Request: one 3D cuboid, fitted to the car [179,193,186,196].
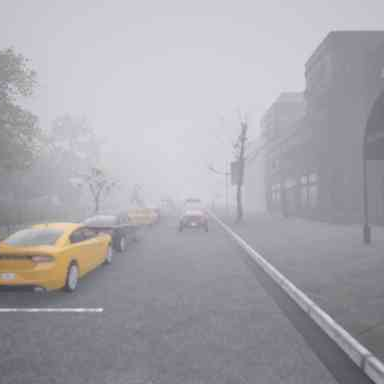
[{"bbox_3d":[-3.626,2.079,95.397,2.185,1.767,4.553,2,1,2],"label":"car"}]

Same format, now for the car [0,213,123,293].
[{"bbox_3d":[-3.651,1.588,9.266,2.097,1.535,5.008,0,0,2],"label":"car"}]

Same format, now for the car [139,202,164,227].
[{"bbox_3d":[-3.643,1.774,25.066,1.946,1.575,5.366,0,-1,2],"label":"car"}]

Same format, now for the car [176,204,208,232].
[{"bbox_3d":[0.101,1.767,22.115,1.812,1.442,4.674,0,0,0],"label":"car"}]

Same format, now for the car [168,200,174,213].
[{"bbox_3d":[-3.651,1.926,37.002,2.231,1.521,4.892,0,-1,2],"label":"car"}]

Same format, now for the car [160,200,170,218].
[{"bbox_3d":[-3.651,1.862,31.446,2.097,1.535,5.008,0,0,2],"label":"car"}]

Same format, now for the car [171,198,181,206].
[{"bbox_3d":[-3.643,2.261,76.001,1.946,1.575,5.366,0,0,2],"label":"car"}]

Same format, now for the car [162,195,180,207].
[{"bbox_3d":[-3.649,1.789,51.499,2.435,2.045,5.566,0,-1,2],"label":"car"}]

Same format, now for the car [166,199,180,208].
[{"bbox_3d":[-3.661,2.228,64.753,2.163,1.488,4.792,-1,0,2],"label":"car"}]

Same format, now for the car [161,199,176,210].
[{"bbox_3d":[-3.650,1.967,42.543,2.097,1.535,5.008,0,-1,2],"label":"car"}]

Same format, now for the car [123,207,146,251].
[{"bbox_3d":[-3.651,1.662,14.813,2.097,1.535,5.008,0,-1,2],"label":"car"}]

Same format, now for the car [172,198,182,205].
[{"bbox_3d":[-3.650,2.343,82.137,2.002,1.452,4.674,0,0,2],"label":"car"}]

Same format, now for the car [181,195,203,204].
[{"bbox_3d":[0.099,1.666,40.310,2.150,2.045,5.566,0,-1,0],"label":"car"}]
